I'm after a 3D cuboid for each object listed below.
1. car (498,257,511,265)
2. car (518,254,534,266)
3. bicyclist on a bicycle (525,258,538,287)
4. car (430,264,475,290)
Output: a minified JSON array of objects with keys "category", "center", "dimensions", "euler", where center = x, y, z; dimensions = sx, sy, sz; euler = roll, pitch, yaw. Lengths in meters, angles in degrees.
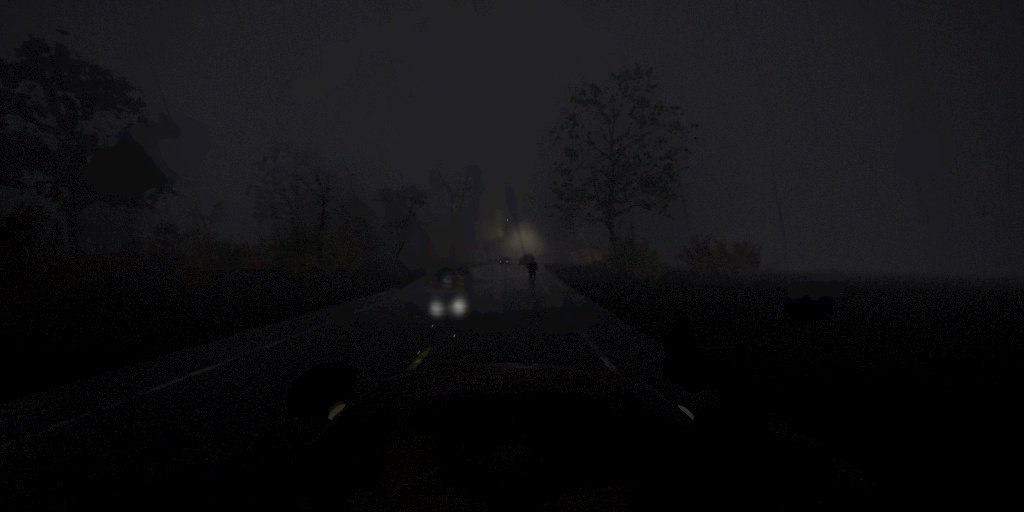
[{"category":"car","center":[-1.235,0.850,62.232],"dimensions":[1.837,1.490,4.892],"euler":[0,0,5]},{"category":"car","center":[2.042,0.874,57.873],"dimensions":[2.128,1.511,4.902],"euler":[0,0,5]},{"category":"bicyclist on a bicycle","center":[1.183,0.965,20.377],"dimensions":[0.659,1.776,1.843],"euler":[0,1,1]},{"category":"car","center":[-3.348,1.142,20.839],"dimensions":[1.994,1.385,4.181],"euler":[0,0,2]}]
